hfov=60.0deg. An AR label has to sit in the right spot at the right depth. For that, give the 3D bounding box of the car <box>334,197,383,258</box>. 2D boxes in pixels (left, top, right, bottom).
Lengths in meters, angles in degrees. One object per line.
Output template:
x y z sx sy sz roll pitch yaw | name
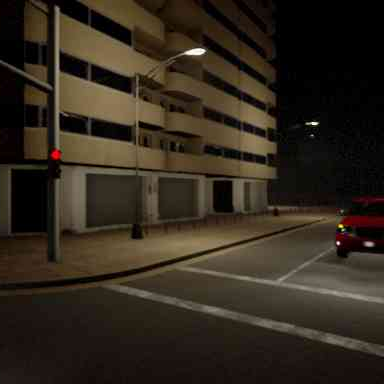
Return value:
6.933 1.224 12.344 2.150 2.045 5.566 0 0 35 | car
